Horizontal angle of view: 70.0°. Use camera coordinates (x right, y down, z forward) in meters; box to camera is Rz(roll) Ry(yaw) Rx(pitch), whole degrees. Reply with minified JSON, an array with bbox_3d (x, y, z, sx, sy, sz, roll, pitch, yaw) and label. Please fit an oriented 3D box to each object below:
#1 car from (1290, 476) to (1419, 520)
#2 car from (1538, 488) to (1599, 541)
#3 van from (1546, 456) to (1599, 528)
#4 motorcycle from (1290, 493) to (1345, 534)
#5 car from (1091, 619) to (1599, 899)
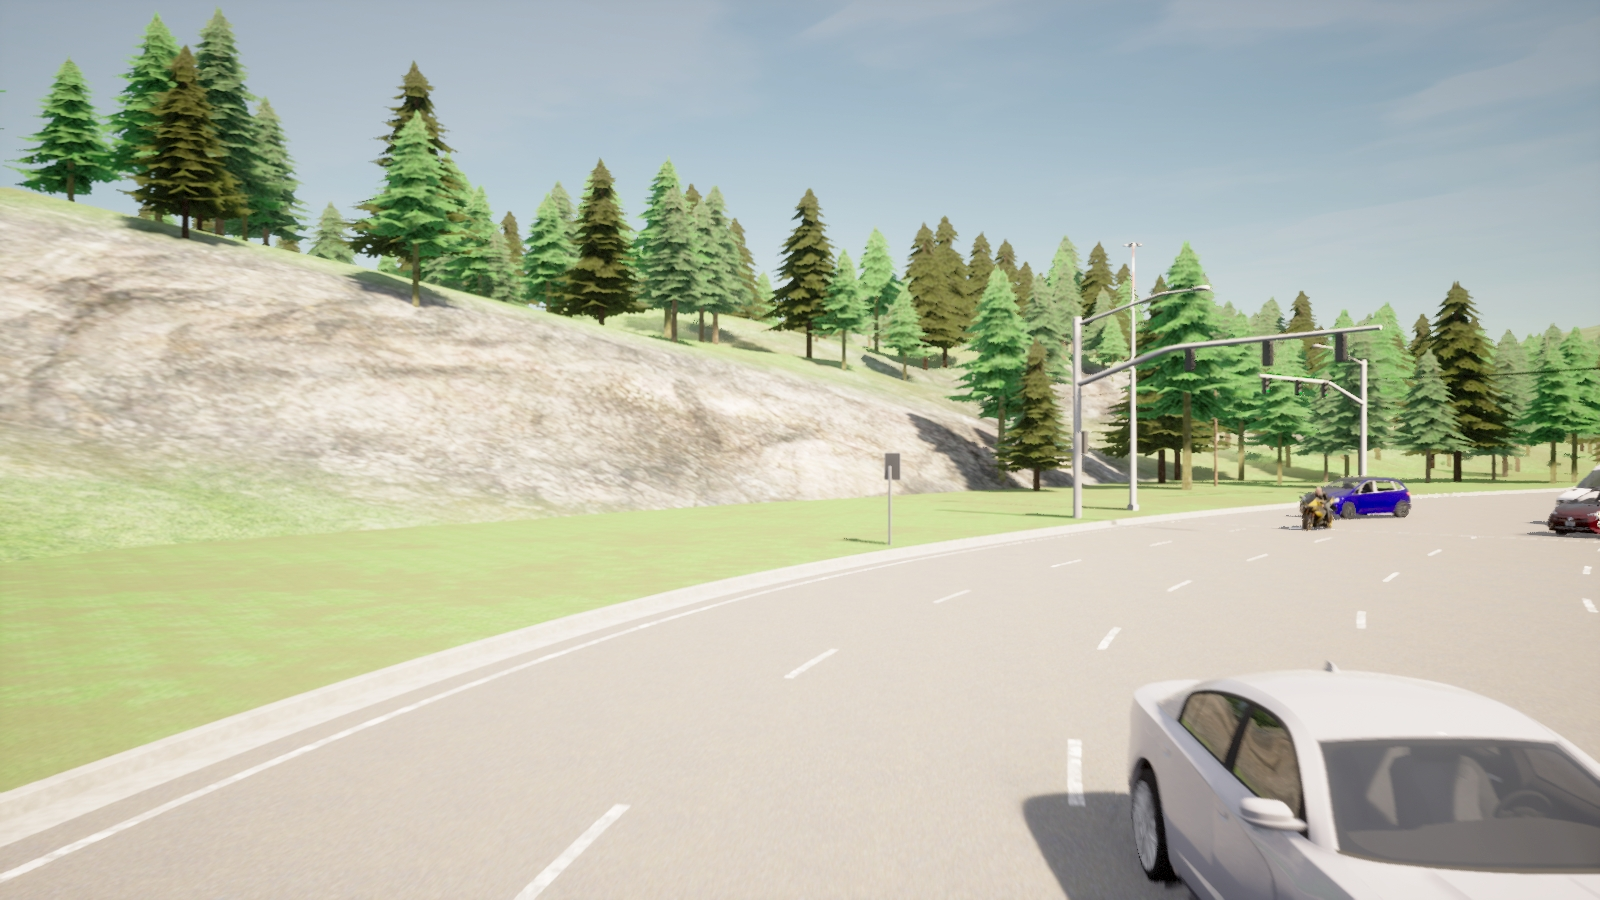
[{"bbox_3d":[22.711,1.948,46.803,4.611,1.667,2.242,0,0,-22],"label":"car"},{"bbox_3d":[26.287,2.024,36.859,4.514,1.525,2.007,0,0,-24],"label":"car"},{"bbox_3d":[30.722,1.517,41.561,5.915,2.561,1.988,0,-1,-1],"label":"van"},{"bbox_3d":[17.891,2.187,39.479,2.209,1.251,0.867,0,2,-42],"label":"motorcycle"},{"bbox_3d":[3.151,2.031,5.991,2.097,1.535,5.006,0,0,2],"label":"car"}]
